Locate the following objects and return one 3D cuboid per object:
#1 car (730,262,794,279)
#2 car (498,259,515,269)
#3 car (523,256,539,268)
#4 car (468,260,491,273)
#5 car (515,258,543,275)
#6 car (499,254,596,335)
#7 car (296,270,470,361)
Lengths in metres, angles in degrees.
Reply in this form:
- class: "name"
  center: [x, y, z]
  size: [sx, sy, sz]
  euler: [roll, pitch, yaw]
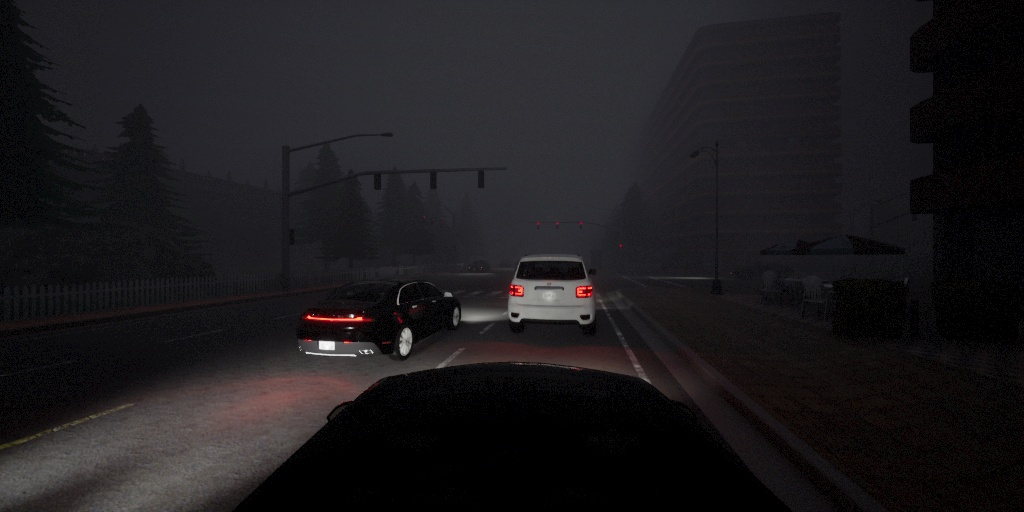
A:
- class: "car"
  center: [22.456, 1.297, 32.327]
  size: [4.902, 1.511, 2.128]
  euler: [0, 0, 10]
- class: "car"
  center: [-0.901, 1.227, 59.423]
  size: [1.882, 1.535, 5.008]
  euler: [0, 0, 10]
- class: "car"
  center: [3.345, 0.972, 63.316]
  size: [2.150, 2.045, 5.566]
  euler: [0, 0, 10]
- class: "car"
  center: [-3.845, 1.259, 42.874]
  size: [1.837, 1.490, 4.892]
  euler: [0, 0, 10]
- class: "car"
  center: [1.896, 1.118, 40.915]
  size: [2.097, 1.767, 4.553]
  euler: [0, 0, -13]
- class: "car"
  center: [1.319, 0.971, 10.727]
  size: [2.150, 2.045, 5.566]
  euler: [0, 0, 10]
- class: "car"
  center: [-2.662, 1.255, 8.394]
  size: [1.837, 1.490, 4.892]
  euler: [0, 0, 10]
